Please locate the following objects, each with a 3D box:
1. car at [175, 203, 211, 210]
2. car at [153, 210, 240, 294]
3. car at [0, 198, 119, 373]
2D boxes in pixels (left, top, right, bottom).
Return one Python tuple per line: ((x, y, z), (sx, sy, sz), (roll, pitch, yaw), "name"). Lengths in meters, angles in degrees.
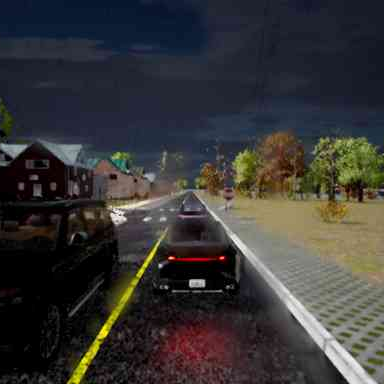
((0.075, 1.361, 18.244), (2.128, 1.511, 4.902), (0, 0, 0), "car")
((0.089, 1.442, 8.620), (1.837, 1.490, 4.892), (0, 0, 0), "car")
((-2.842, 1.177, 5.975), (2.150, 2.045, 5.566), (0, 1, 0), "car")
